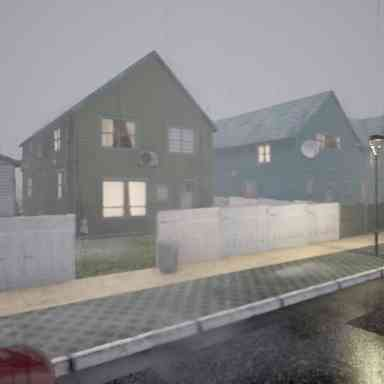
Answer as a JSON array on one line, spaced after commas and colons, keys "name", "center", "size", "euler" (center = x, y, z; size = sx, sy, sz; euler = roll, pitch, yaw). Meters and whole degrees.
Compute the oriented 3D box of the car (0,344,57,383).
[{"name": "car", "center": [-2.802, 1.531, 1.062], "size": [4.674, 1.442, 1.812], "euler": [0, 0, -36]}]
